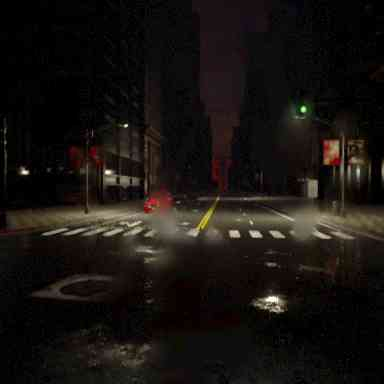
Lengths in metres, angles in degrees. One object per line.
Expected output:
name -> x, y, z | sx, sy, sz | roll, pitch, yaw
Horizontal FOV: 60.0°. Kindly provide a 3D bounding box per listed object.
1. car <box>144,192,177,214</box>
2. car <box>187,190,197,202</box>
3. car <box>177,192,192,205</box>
car -> -3.154, 1.102, 32.739 | 2.150, 2.045, 5.566 | 0, 2, 5
car -> -0.180, 0.772, 64.099 | 2.150, 2.045, 5.566 | 0, 2, 5
car -> -1.649, 1.196, 48.615 | 2.128, 1.511, 4.902 | 0, 1, 5
